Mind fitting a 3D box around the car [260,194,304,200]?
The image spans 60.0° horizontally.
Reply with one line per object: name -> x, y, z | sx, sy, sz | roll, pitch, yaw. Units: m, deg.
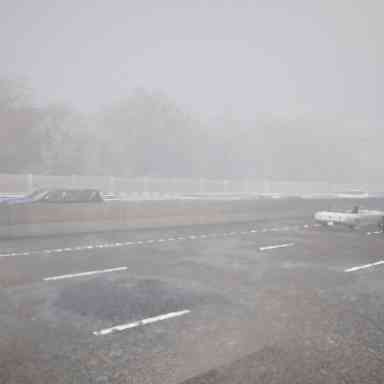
car -> 9.171, 1.077, 31.896 | 4.892, 1.490, 1.837 | 0, 1, -35

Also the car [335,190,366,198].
car -> 21.627, 0.727, 44.942 | 5.566, 2.045, 2.150 | 0, 1, -35

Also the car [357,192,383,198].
car -> 23.690, 1.123, 42.126 | 5.357, 1.411, 2.033 | 0, 1, -35

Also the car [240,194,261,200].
car -> 6.809, 0.992, 34.513 | 4.902, 1.511, 2.128 | 0, 1, -35

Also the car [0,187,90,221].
car -> -10.050, 0.714, 22.596 | 5.566, 2.045, 2.150 | 0, 1, -35

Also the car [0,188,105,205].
car -> -7.979, 0.786, 19.775 | 5.566, 2.045, 2.150 | 0, 1, -35

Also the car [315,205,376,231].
car -> 9.200, 1.388, 18.982 | 4.718, 1.301, 1.895 | 0, 1, -35

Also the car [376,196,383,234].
car -> 11.265, 1.211, 16.153 | 4.553, 1.767, 2.097 | 0, 1, -35
